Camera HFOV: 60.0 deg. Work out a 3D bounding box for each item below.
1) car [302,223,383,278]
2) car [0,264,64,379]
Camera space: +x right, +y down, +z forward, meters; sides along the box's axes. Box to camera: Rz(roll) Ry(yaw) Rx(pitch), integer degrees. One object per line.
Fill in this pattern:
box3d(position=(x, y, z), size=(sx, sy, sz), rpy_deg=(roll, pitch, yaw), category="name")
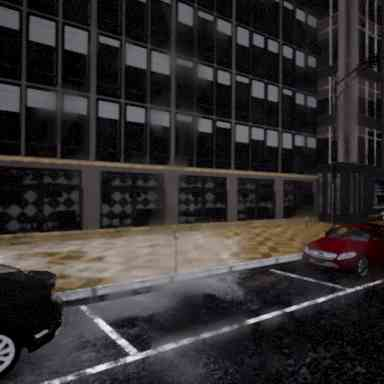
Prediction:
box3d(position=(5.196, 1.639, 10.262), size=(4.206, 1.307, 1.802), rpy_deg=(0, 0, -36), category="car")
box3d(position=(-3.823, 1.545, 3.828), size=(4.403, 1.369, 2.008), rpy_deg=(0, 0, -35), category="car")
